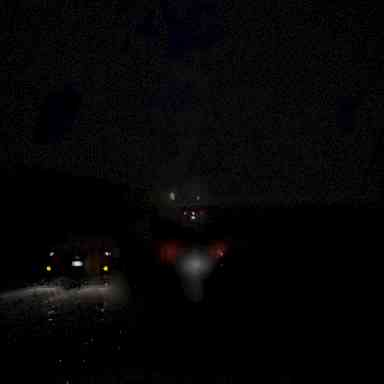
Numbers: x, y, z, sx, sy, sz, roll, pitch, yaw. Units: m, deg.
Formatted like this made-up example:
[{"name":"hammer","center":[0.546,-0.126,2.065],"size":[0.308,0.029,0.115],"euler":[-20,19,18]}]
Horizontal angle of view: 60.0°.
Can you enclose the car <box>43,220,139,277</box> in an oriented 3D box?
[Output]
[{"name":"car","center":[-2.850,1.593,10.235],"size":[1.994,1.385,4.181],"euler":[0,0,0]}]

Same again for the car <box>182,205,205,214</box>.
[{"name":"car","center":[0.098,1.748,28.618],"size":[1.895,1.301,4.718],"euler":[0,-1,0]}]

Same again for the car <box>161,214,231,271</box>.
[{"name":"car","center":[0.102,1.633,11.037],"size":[1.895,1.301,4.718],"euler":[0,0,0]}]
